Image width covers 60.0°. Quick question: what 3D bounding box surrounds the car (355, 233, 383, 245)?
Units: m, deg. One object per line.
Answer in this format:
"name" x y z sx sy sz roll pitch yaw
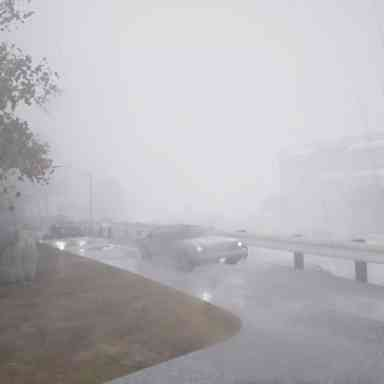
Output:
"car" 16.514 4.437 29.943 1.946 1.575 5.366 0 0 36

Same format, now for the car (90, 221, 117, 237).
"car" -8.268 4.521 36.193 2.185 1.767 4.553 0 1 36

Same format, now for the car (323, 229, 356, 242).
"car" 14.756 4.439 32.251 2.097 1.535 5.008 0 0 36

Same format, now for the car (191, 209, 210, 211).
"car" 1.411 5.116 85.688 4.892 1.521 2.231 0 -2 35

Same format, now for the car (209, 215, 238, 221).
"car" 4.867 4.474 46.984 2.002 1.452 4.674 0 0 36

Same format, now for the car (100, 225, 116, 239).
"car" -6.625 4.523 33.638 2.185 1.767 4.553 -1 1 36

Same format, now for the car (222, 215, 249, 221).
"car" 6.520 4.436 44.531 2.231 1.521 4.892 0 0 36

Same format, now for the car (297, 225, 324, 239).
"car" 13.125 4.468 34.728 2.163 1.488 4.792 0 0 36

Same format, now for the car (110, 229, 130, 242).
"car" -4.932 4.524 31.128 2.185 1.767 4.553 -1 1 36

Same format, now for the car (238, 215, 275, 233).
"car" 8.186 4.310 42.096 2.185 1.767 4.553 0 0 36

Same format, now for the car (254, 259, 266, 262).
"car" 3.525 4.653 18.610 2.231 1.521 4.892 0 1 36

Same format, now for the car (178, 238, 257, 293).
"car" 1.800 4.401 21.090 2.435 2.045 5.566 0 1 36

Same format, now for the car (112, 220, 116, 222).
"car" -9.976 4.648 38.677 2.231 1.521 4.892 -1 1 36

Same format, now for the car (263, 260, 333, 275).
"car" 5.212 4.401 16.120 2.435 2.045 5.566 -1 1 36

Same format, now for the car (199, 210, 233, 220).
"car" 3.227 4.183 49.467 2.435 2.045 5.566 0 0 36

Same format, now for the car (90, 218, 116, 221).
"car" -11.669 4.396 41.159 2.435 2.045 5.566 0 1 36

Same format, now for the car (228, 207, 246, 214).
"car" 12.558 5.231 93.416 4.553 1.767 2.185 -1 -2 35

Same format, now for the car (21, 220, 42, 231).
"car" -20.306 4.263 42.000 1.837 1.490 4.892 -1 -3 -34

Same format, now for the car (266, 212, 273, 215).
"car" 14.605 5.202 72.739 4.674 1.452 2.002 1 0 36

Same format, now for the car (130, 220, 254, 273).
"car" -0.270 1.805 11.526 1.895 1.301 4.718 -1 -3 -31

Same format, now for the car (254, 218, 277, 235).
"car" 9.712 4.433 39.462 1.946 1.575 5.366 0 0 36

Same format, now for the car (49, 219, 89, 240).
"car" -10.007 2.939 26.331 1.837 1.490 4.892 -1 -4 -34

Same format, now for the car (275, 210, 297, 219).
"car" 22.047 5.198 77.881 4.553 1.767 2.185 1 0 35

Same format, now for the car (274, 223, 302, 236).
"car" 11.462 4.438 37.164 2.231 1.521 4.892 0 0 36

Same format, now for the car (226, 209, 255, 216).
"car" 9.777 5.033 69.218 5.366 1.575 1.946 1 0 36

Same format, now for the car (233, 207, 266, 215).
"car" 12.150 4.849 71.024 5.566 2.045 2.435 1 0 36

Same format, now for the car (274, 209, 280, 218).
"car" 17.103 5.218 74.447 5.008 1.535 2.097 1 0 36
